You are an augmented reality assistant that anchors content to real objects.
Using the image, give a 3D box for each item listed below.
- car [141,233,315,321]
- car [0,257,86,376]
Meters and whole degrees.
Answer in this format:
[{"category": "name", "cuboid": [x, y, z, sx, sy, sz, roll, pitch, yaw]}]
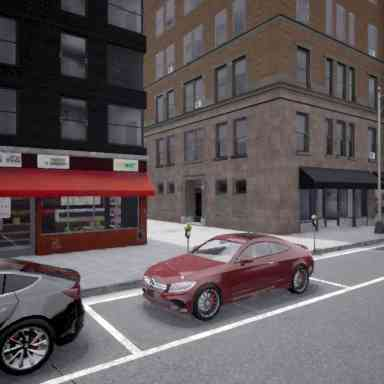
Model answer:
[{"category": "car", "cuboid": [0.954, 1.582, 7.218, 4.206, 1.307, 1.802, 0, 0, -36]}, {"category": "car", "cuboid": [-3.523, 1.566, 4.022, 4.313, 1.339, 1.947, 0, 0, -36]}]
